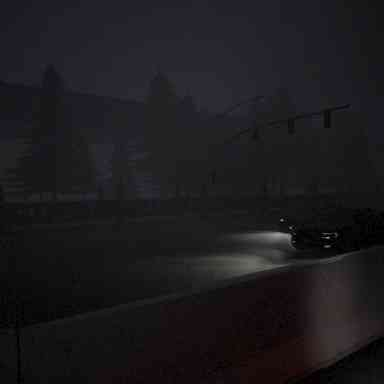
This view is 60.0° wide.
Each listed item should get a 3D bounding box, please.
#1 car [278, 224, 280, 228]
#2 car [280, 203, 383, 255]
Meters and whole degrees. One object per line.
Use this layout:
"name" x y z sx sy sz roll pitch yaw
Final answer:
"car" 6.958 1.284 17.549 5.357 1.411 2.033 -1 1 -35
"car" 5.773 1.290 12.404 5.008 1.535 1.882 -1 1 -35
